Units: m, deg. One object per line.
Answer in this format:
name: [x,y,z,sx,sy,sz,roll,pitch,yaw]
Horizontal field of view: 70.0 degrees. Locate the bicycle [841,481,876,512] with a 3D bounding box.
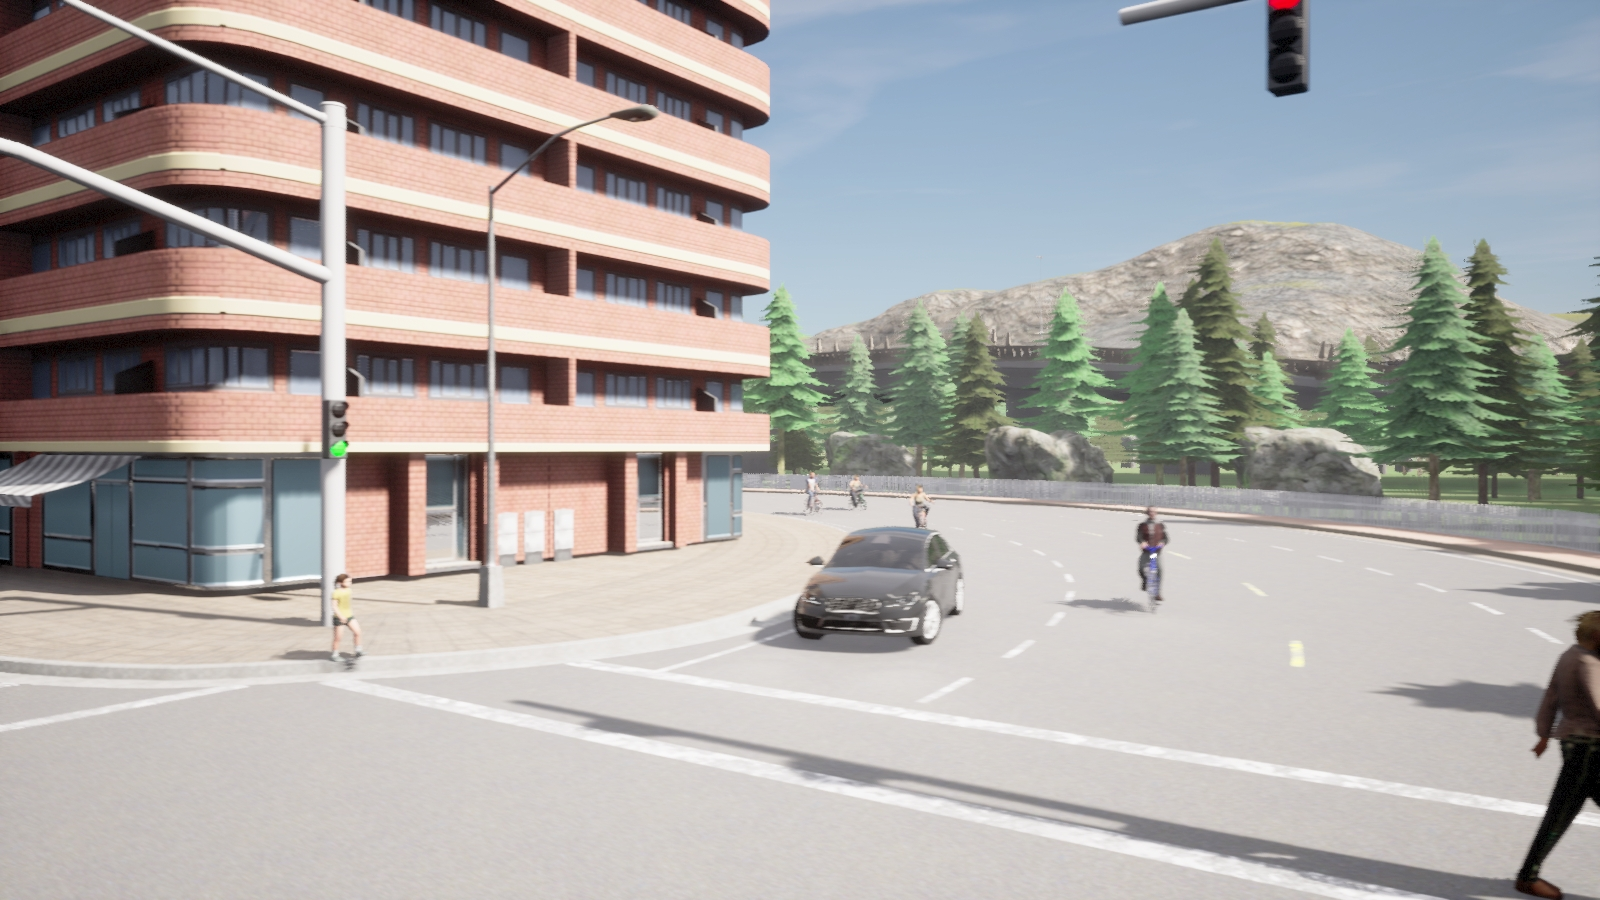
bicycle: [2.556,2.024,50.189,0.859,1.276,1.487,-2,1,-29]

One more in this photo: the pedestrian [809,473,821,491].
pedestrian: [0.919,1.913,68.214,0.500,1.100,0.500,0,0,42]

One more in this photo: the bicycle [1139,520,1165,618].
bicycle: [5.964,1.977,19.401,0.329,1.471,1.835,0,0,14]

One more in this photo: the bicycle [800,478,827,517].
bicycle: [0.546,1.926,46.524,0.373,1.496,1.643,0,0,-27]

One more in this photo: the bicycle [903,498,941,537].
bicycle: [3.844,2.122,36.133,0.859,1.126,1.487,-2,0,-7]

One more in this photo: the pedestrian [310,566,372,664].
pedestrian: [-5.603,2.001,13.955,0.500,1.100,0.500,0,0,22]

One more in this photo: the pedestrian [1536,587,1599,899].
pedestrian: [4.733,1.790,6.942,0.375,1.860,0.375,0,0,23]

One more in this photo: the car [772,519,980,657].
car: [1.363,1.977,17.681,2.231,1.480,4.892,0,0,16]
